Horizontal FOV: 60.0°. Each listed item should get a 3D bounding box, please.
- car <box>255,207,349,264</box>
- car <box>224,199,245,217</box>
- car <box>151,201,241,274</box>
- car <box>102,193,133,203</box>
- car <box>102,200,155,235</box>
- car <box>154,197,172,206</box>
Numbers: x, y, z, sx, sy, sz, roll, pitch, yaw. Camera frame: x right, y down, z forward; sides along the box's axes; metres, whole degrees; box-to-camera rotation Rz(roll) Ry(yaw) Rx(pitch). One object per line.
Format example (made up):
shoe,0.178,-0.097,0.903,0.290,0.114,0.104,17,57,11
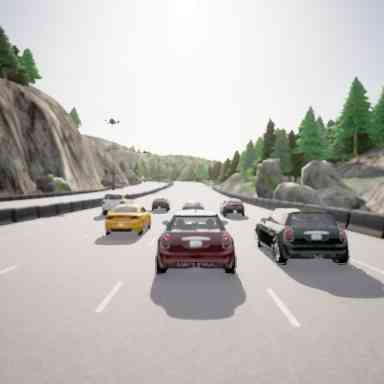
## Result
car,3.603,1.312,11.738,2.097,1.767,4.553,0,0,0
car,3.607,1.367,30.152,1.837,1.490,4.892,0,0,0
car,0.102,1.316,10.561,2.097,1.767,4.553,0,0,0
car,-6.893,1.074,31.450,2.150,2.045,5.566,0,0,0
car,-3.396,1.413,18.394,1.882,1.535,5.008,0,0,0
car,-3.391,1.301,37.080,1.837,1.490,4.892,0,1,0
